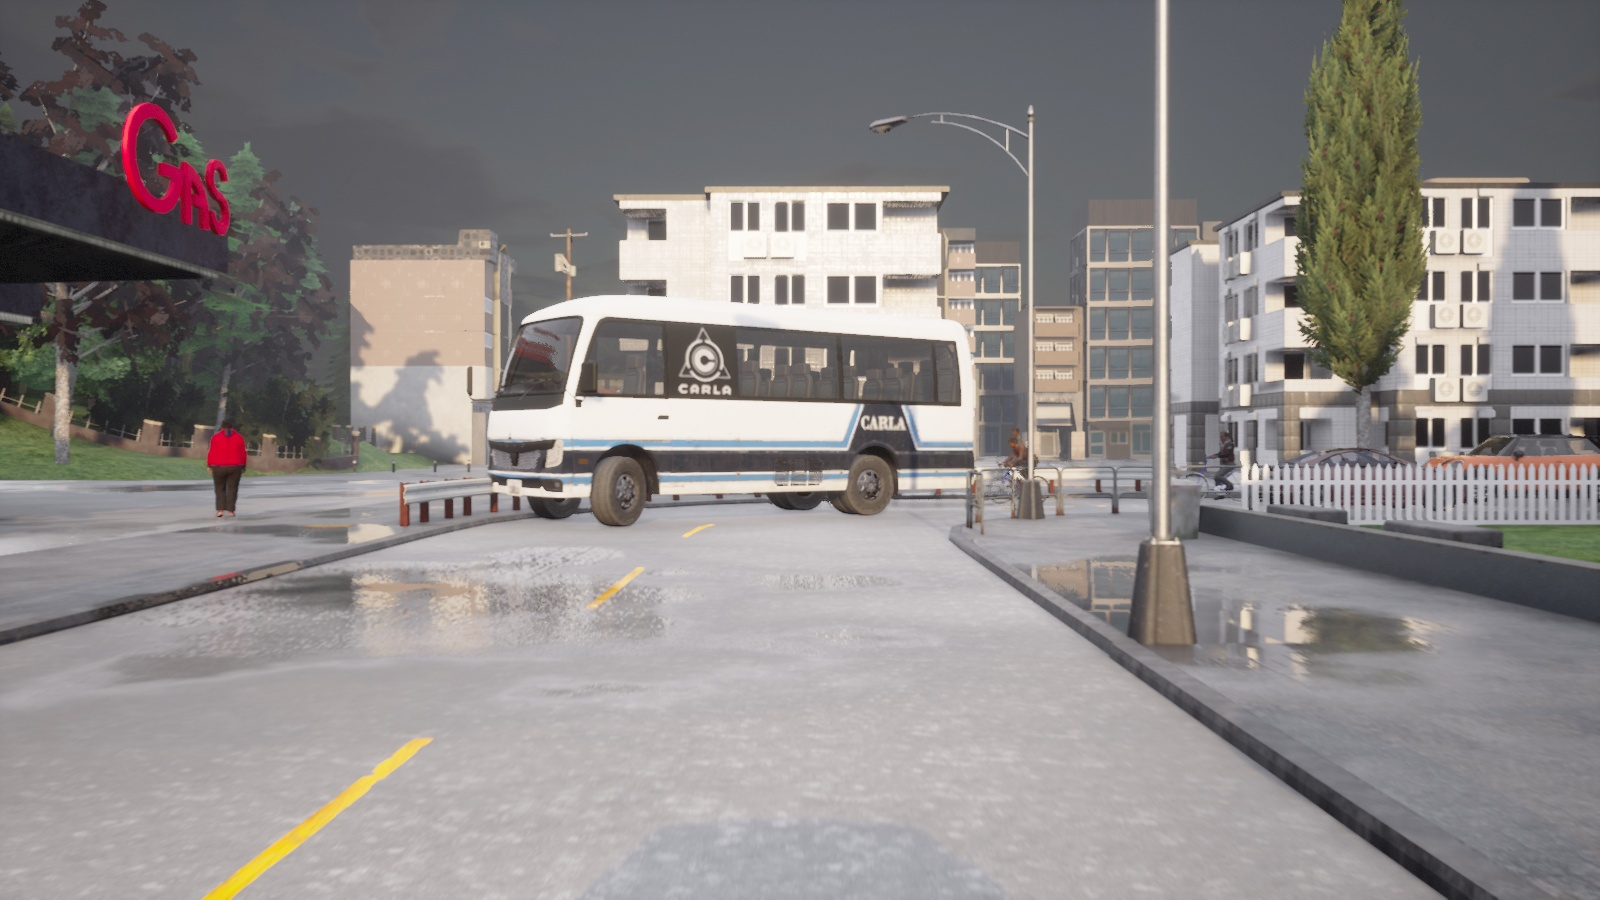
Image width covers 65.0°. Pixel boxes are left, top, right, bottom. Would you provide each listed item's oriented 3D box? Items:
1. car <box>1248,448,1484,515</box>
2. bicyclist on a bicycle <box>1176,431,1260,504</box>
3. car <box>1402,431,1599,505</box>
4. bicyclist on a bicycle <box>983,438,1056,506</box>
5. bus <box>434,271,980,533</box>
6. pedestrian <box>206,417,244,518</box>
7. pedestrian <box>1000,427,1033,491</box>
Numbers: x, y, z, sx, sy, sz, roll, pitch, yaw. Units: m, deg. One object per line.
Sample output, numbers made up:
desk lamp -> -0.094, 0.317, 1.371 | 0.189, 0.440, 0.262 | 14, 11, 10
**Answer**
car -> 12.132, 0.655, 27.123 | 4.181, 1.385, 1.994 | 0, 0, -1
bicyclist on a bicycle -> 10.345, 0.436, 31.107 | 1.843, 1.776, 0.659 | 0, 0, 0
car -> 17.672, 0.430, 31.075 | 4.553, 1.767, 2.097 | 0, 0, 0
bicyclist on a bicycle -> 5.341, 0.520, 30.541 | 1.656, 1.620, 0.582 | 0, 0, -14
bus -> -1.549, -0.788, 25.015 | 10.273, 4.253, 3.944 | 0, 1, -36
pedestrian -> -10.712, 0.315, 23.393 | 0.634, 1.844, 0.899 | 0, 0, -25
pedestrian -> 6.100, 0.246, 35.331 | 0.869, 1.805, 0.328 | 0, 0, -1
